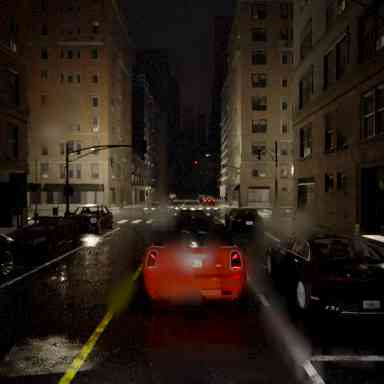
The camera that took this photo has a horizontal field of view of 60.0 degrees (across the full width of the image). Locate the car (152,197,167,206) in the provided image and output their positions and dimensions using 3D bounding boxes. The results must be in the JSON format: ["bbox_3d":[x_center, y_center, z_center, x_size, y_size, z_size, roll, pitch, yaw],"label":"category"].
[{"bbox_3d":[-5.703,1.618,55.556,1.802,1.307,4.206,0,0,0],"label":"car"}]

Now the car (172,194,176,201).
[{"bbox_3d":[-5.687,1.627,82.428,1.752,1.417,4.829,0,0,0],"label":"car"}]

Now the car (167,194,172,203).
[{"bbox_3d":[-5.696,1.607,66.372,2.008,1.369,4.403,0,0,0],"label":"car"}]

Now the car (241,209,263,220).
[{"bbox_3d":[2.834,1.567,18.463,1.947,1.339,4.313,0,0,0],"label":"car"}]

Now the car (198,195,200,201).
[{"bbox_3d":[2.829,1.607,66.371,2.008,1.369,4.403,0,0,0],"label":"car"}]

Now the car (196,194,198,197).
[{"bbox_3d":[2.840,1.561,88.007,1.967,1.590,4.097,0,0,0],"label":"car"}]

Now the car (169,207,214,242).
[{"bbox_3d":[-0.016,1.565,16.975,1.994,1.385,4.181,0,0,0],"label":"car"}]

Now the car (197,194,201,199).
[{"bbox_3d":[2.834,1.525,77.189,1.967,1.590,4.097,0,0,0],"label":"car"}]

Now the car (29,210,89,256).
[{"bbox_3d":[-5.685,1.582,12.951,1.802,1.307,4.206,0,0,0],"label":"car"}]

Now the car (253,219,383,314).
[{"bbox_3d":[2.847,1.551,7.460,2.008,1.369,4.403,0,0,0],"label":"car"}]

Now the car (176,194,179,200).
[{"bbox_3d":[-5.682,1.458,93.416,2.192,1.841,5.009,0,0,0],"label":"car"}]

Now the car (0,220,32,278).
[{"bbox_3d":[-5.678,1.566,7.450,1.947,1.339,4.313,0,0,0],"label":"car"}]

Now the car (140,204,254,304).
[{"bbox_3d":[0.053,1.352,8.322,2.097,1.767,4.553,0,0,0],"label":"car"}]

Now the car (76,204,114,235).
[{"bbox_3d":[-5.692,1.441,18.453,1.967,1.590,4.097,0,0,0],"label":"car"}]

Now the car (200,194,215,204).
[{"bbox_3d":[2.822,1.477,55.553,1.967,1.590,4.097,0,0,0],"label":"car"}]
